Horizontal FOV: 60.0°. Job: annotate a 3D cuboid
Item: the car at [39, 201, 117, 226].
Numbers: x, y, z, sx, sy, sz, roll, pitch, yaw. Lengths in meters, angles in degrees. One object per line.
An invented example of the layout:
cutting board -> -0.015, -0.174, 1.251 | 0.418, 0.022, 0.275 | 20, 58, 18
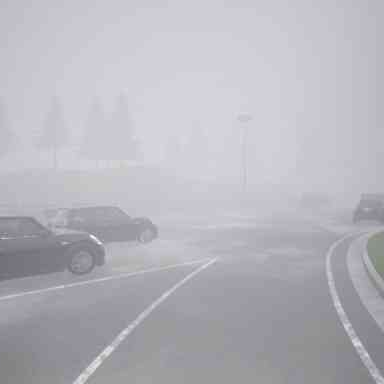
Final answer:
car -> -8.168, 1.457, 24.166 | 5.008, 1.535, 1.882 | 0, 0, -41

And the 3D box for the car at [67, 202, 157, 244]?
car -> -3.695, 1.340, 14.135 | 4.553, 1.767, 2.097 | 0, 0, -41

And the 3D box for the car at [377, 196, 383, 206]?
car -> 32.722, 1.426, 55.309 | 5.008, 1.535, 1.882 | 0, 0, -41

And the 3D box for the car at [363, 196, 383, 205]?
car -> 32.794, 1.451, 59.968 | 4.892, 1.490, 1.837 | -1, 1, -41

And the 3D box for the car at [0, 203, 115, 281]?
car -> -4.635, 1.344, 8.674 | 4.553, 1.767, 2.097 | 0, 0, -41

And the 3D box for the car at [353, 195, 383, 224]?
car -> 13.784, 1.329, 24.617 | 4.553, 1.767, 2.097 | 0, 0, -42

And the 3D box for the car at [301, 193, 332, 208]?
car -> 17.394, 1.176, 46.456 | 5.566, 2.045, 2.150 | 0, 0, -41
